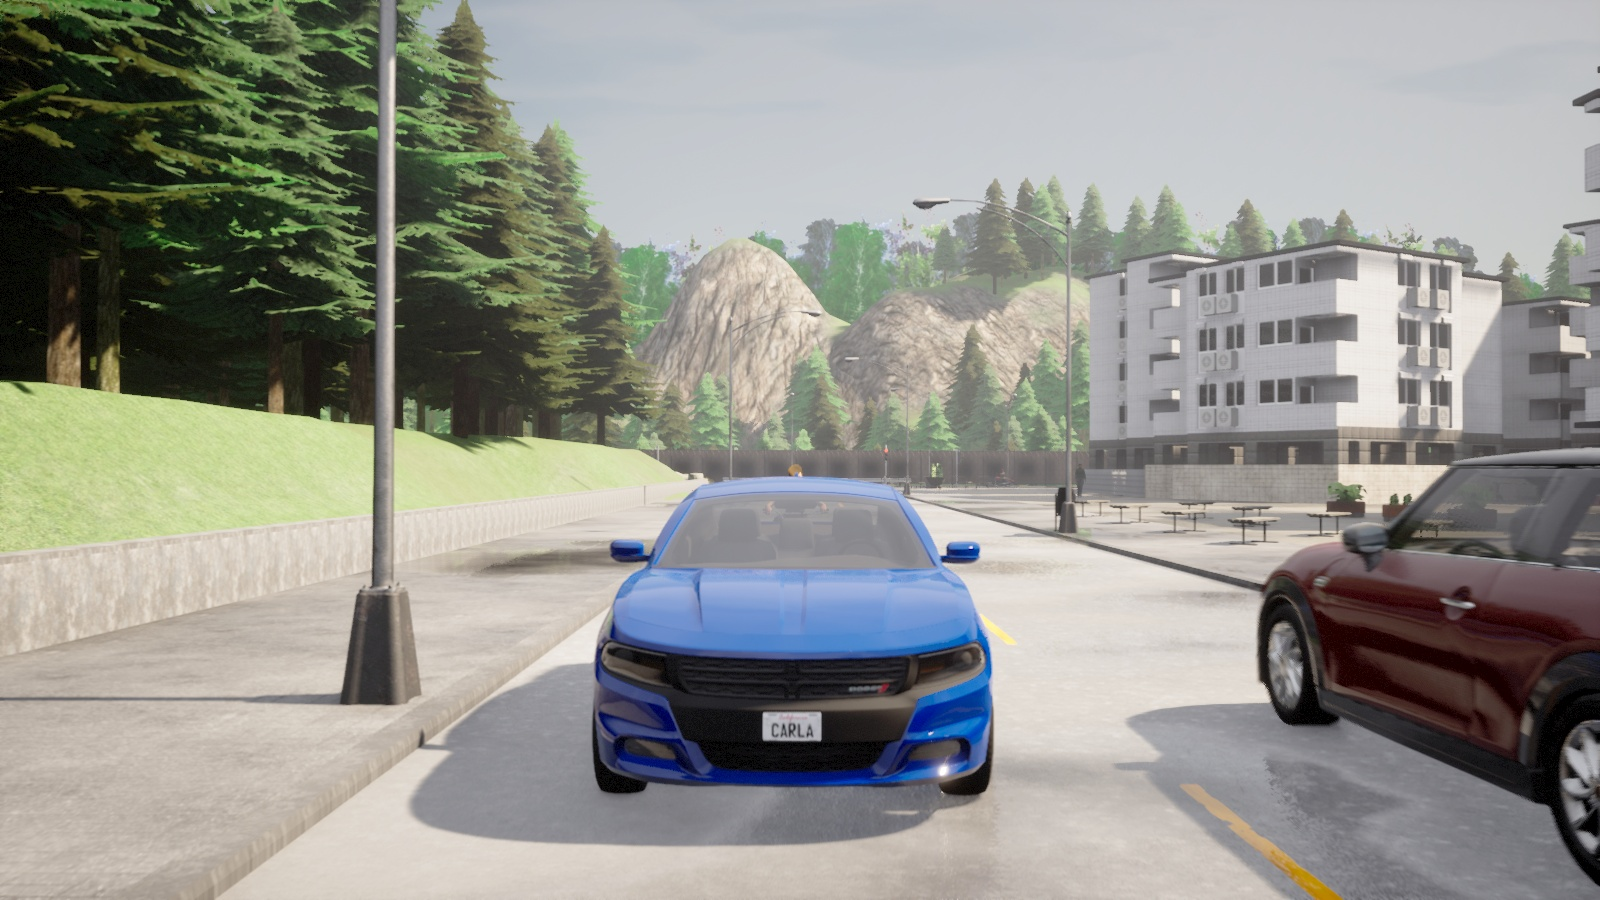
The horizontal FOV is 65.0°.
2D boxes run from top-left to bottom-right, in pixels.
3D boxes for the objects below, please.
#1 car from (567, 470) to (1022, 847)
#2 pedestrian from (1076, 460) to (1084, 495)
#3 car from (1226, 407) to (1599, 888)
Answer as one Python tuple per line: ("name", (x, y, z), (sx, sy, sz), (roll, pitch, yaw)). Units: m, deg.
("car", (-0.021, 0.904, 7.705), (1.882, 1.535, 5.008), (0, -1, 0))
("pedestrian", (15.121, 1.473, 67.739), (0.353, 1.847, 0.614), (0, -1, 9))
("car", (3.982, 0.749, 6.323), (2.097, 1.767, 4.553), (0, -1, 0))
